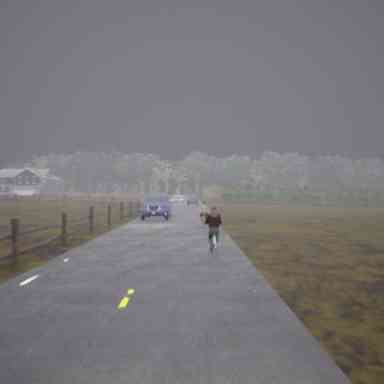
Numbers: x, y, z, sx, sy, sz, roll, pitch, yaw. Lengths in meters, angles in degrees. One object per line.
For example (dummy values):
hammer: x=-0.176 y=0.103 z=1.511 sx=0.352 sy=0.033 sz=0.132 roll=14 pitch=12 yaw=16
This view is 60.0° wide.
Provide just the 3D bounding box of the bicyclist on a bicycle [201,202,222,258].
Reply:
bicyclist on a bicycle: x=0.761 y=1.352 z=11.743 sx=0.659 sy=1.776 sz=1.843 roll=0 pitch=0 yaw=0

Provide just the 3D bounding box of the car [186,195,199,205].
car: x=0.119 y=1.390 z=55.902 sx=2.128 sy=1.511 sz=4.902 roll=0 pitch=0 yaw=0

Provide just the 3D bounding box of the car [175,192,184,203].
car: x=-2.732 y=1.087 z=66.643 sx=2.150 sy=2.045 sz=5.566 roll=0 pitch=0 yaw=0

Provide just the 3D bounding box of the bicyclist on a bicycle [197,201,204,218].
bicyclist on a bicycle: x=0.756 y=1.404 z=21.256 sx=0.866 sy=1.612 sz=1.509 roll=0 pitch=0 yaw=0

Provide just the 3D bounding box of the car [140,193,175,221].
car: x=-2.840 y=1.181 z=27.330 sx=2.150 sy=2.045 sz=5.566 roll=0 pitch=0 yaw=0

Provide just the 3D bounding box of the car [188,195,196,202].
car: x=0.027 y=1.343 z=73.735 sx=1.837 sy=1.490 sz=4.892 roll=0 pitch=0 yaw=0
